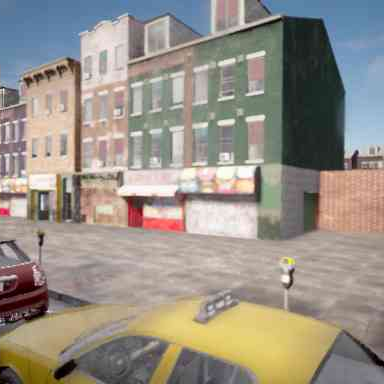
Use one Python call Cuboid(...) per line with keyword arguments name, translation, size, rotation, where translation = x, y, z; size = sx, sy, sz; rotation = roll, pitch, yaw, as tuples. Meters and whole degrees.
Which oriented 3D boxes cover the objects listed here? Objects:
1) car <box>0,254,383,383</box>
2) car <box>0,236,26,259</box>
Cuboid(name="car", translation=(-0.020, 1.525, 2.815), size=(4.829, 1.417, 1.752), rotation=(0, 1, 35))
Cuboid(name="car", translation=(-4.461, 1.437, 5.980), size=(4.097, 1.590, 1.967), rotation=(0, 1, 36))
